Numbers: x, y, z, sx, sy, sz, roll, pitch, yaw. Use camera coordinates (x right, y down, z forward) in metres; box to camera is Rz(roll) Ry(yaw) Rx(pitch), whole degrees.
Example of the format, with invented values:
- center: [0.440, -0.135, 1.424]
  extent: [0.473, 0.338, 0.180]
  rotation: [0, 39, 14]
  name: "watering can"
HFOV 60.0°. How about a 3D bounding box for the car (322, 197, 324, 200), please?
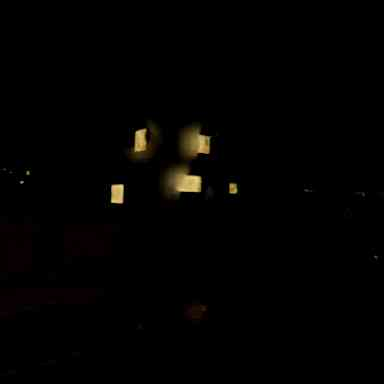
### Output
- center: [20.187, 0.647, 49.925]
  extent: [2.128, 1.511, 4.902]
  rotation: [2, 2, -3]
  name: "car"
